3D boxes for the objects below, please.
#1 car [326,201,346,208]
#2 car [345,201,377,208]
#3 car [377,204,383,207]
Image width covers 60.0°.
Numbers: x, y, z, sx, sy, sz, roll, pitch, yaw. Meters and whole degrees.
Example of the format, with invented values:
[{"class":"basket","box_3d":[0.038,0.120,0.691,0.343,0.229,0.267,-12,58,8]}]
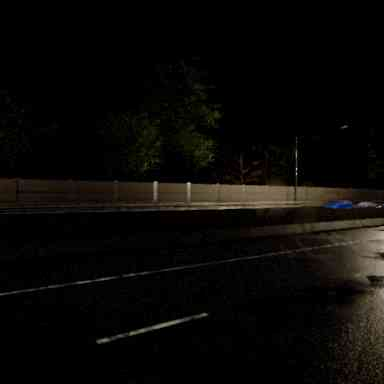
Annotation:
[{"class":"car","box_3d":[19.654,1.874,43.779,5.008,1.535,1.882,1,-1,-35]},{"class":"car","box_3d":[21.561,1.943,40.843,5.357,1.411,2.033,1,0,-35]},{"class":"car","box_3d":[24.170,1.628,38.406,5.566,2.045,2.150,1,-1,-35]}]
